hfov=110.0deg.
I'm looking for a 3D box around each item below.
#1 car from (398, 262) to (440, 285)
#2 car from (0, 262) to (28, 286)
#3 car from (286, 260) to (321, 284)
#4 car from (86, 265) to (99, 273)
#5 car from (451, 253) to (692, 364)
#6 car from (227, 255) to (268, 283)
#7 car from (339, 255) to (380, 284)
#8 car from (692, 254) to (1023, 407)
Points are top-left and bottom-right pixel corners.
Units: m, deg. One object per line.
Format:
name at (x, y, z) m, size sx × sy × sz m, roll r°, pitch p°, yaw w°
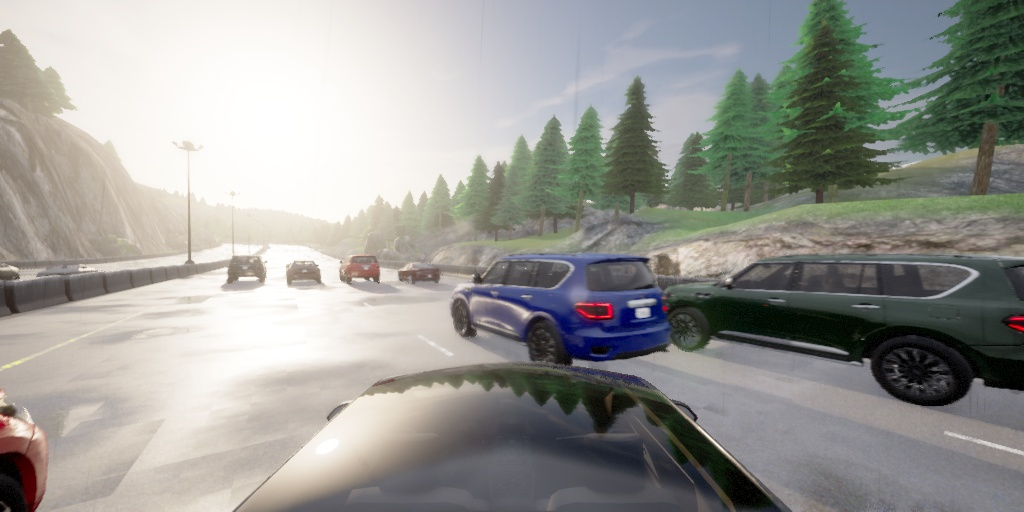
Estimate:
car at (-6.829, 1.193, 26.011) m, size 1.882 × 1.535 × 5.008 m, roll 0°, pitch 0°, yaw -32°
car at (-34.086, 1.162, 22.917) m, size 2.128 × 1.511 × 4.902 m, roll 0°, pitch 0°, yaw -32°
car at (-15.500, 1.053, 26.611) m, size 2.097 × 1.767 × 4.553 m, roll 0°, pitch 0°, yaw -32°
car at (-31.690, 1.236, 25.684) m, size 1.994 × 1.385 × 4.181 m, roll 0°, pitch 0°, yaw -32°
car at (0.588, 0.966, 7.804) m, size 2.150 × 2.045 × 5.566 m, roll 0°, pitch 0°, yaw -32°
car at (-20.131, 0.914, 27.377) m, size 2.150 × 2.045 × 5.566 m, roll 0°, pitch 0°, yaw -33°
car at (-11.374, 0.927, 26.641) m, size 2.150 × 2.045 × 5.566 m, roll 0°, pitch 0°, yaw -32°
car at (5.471, 0.977, 6.644) m, size 2.150 × 2.045 × 5.566 m, roll 0°, pitch 0°, yaw -32°
